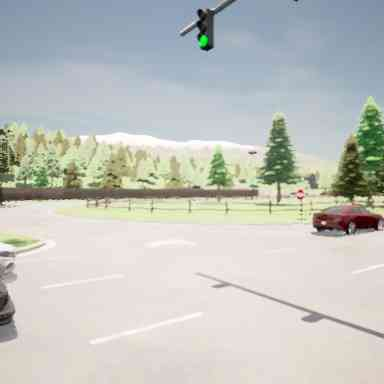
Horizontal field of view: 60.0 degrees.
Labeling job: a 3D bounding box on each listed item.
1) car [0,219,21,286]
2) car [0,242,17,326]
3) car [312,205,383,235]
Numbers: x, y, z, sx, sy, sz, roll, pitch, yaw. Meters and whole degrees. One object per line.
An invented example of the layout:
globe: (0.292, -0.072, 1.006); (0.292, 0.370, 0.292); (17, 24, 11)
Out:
car: (-6.660, 1.527, 7.593); (4.674, 1.442, 1.812); (0, 0, -36)
car: (-5.336, 1.550, 4.238); (5.357, 1.411, 2.033); (0, 0, -36)
car: (8.818, 1.459, 18.650); (5.008, 1.535, 1.882); (0, 0, -36)
